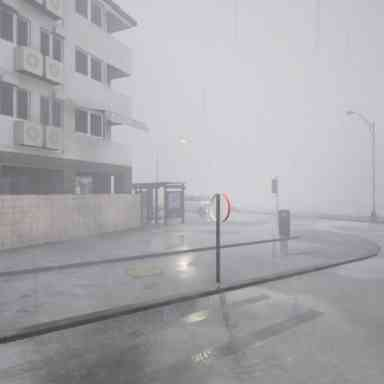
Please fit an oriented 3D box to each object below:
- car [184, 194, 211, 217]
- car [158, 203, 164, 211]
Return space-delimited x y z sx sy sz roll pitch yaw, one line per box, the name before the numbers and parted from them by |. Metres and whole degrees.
car | 0.652 1.221 31.642 2.150 2.045 5.566 0 0 -35
car | -5.126 1.526 39.777 1.812 1.442 4.674 0 0 -35
